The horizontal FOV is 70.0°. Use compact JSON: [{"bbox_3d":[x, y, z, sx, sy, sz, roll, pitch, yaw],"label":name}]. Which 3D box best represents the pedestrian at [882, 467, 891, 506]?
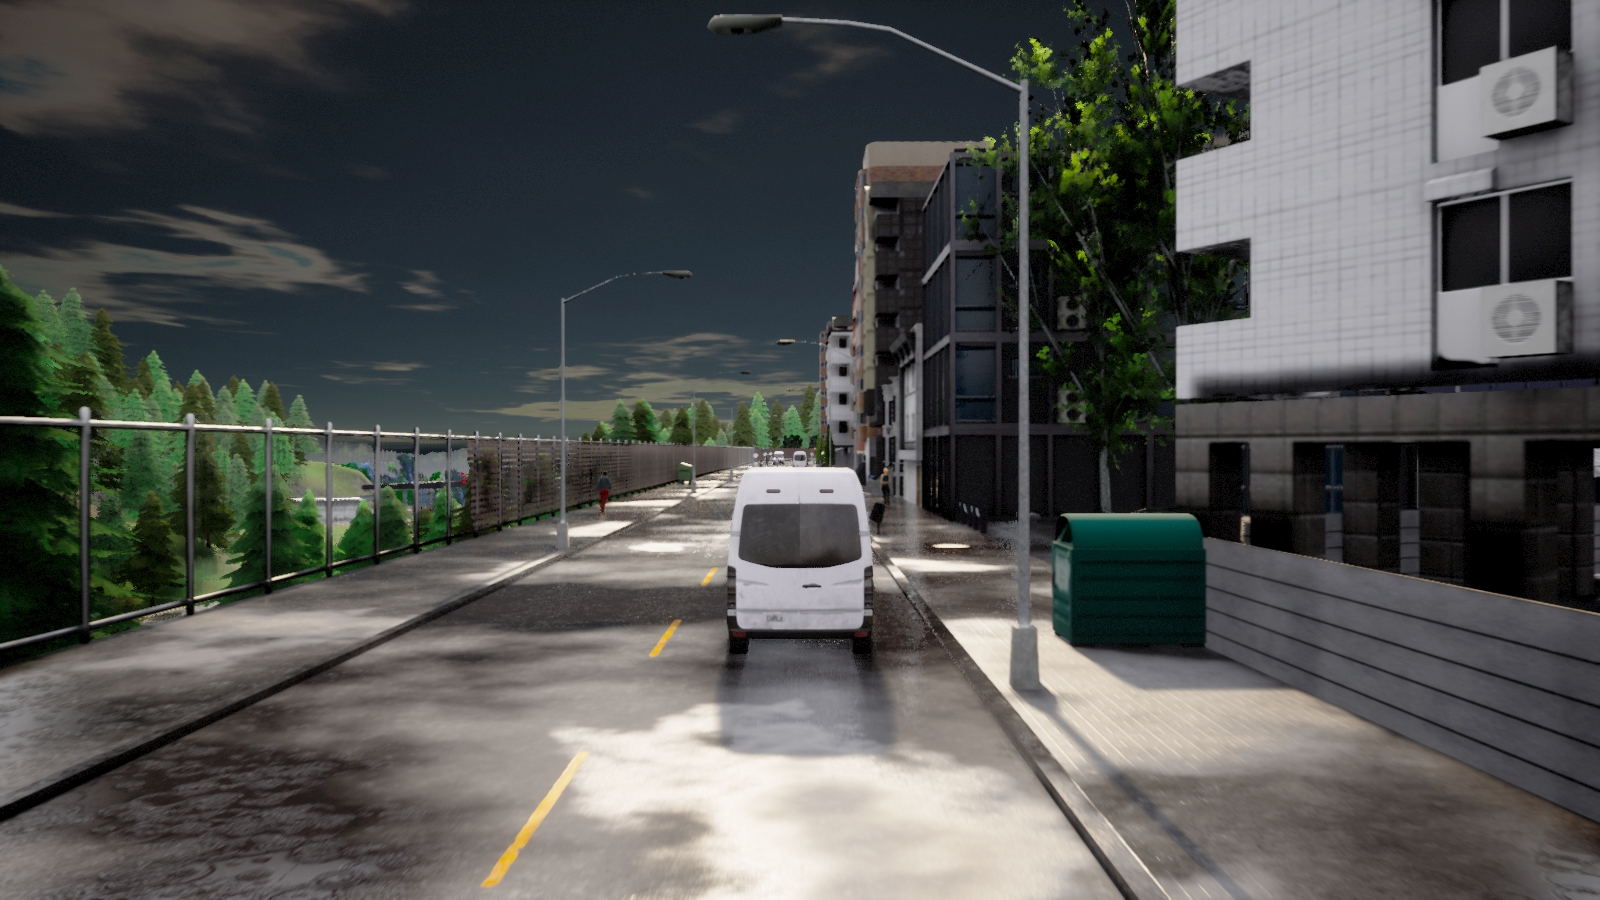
[{"bbox_3d":[4.145,1.744,54.964,0.375,1.860,0.375,0,0,-3],"label":"pedestrian"}]

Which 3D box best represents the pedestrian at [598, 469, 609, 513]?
[{"bbox_3d":[-8.386,1.745,48.711,0.375,1.860,0.375,0,0,1],"label":"pedestrian"}]

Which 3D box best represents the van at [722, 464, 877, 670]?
[{"bbox_3d":[-0.006,1.534,17.578,1.988,2.561,5.915,0,0,0],"label":"van"}]
